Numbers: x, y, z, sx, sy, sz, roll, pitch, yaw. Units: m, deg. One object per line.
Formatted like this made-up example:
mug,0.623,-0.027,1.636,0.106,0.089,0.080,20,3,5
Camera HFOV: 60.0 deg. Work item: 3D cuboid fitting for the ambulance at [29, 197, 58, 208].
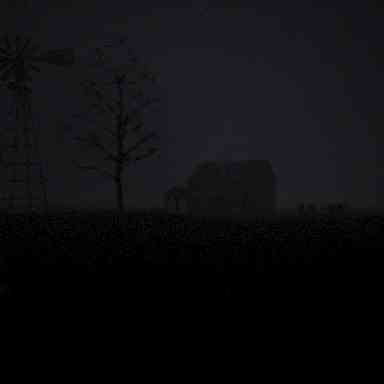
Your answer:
ambulance,-34.760,2.498,78.168,2.351,2.431,6.366,0,-1,35
